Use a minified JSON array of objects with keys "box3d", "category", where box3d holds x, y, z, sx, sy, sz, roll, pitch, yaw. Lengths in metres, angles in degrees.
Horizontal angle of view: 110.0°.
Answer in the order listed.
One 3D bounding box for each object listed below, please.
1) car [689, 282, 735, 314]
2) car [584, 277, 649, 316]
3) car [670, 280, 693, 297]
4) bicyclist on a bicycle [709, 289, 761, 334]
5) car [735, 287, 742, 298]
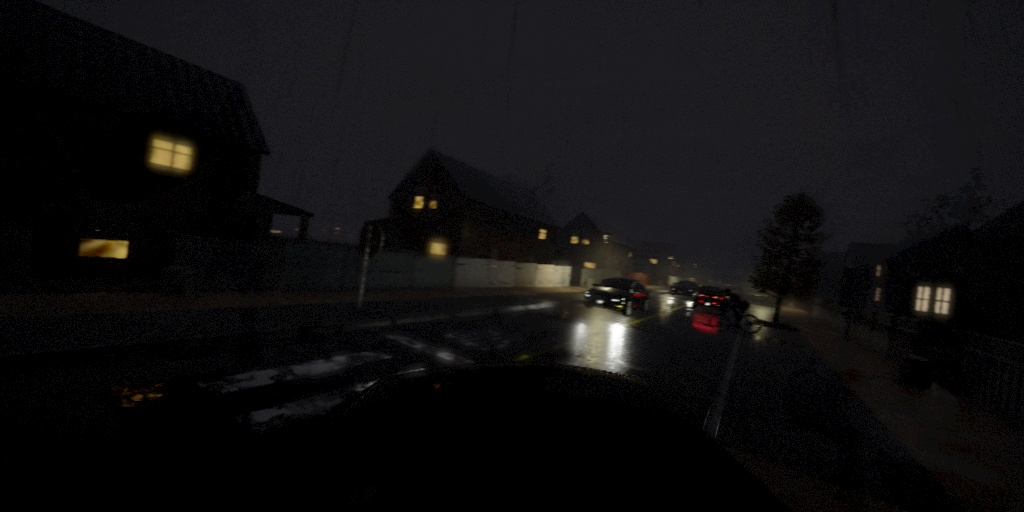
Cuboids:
[{"box3d":[12.925,2.711,23.103,1.837,1.490,4.892,7,1,34],"category":"car"},{"box3d":[4.971,1.770,16.555,1.837,1.490,4.892,7,1,34],"category":"car"},{"box3d":[15.687,2.957,32.375,1.882,1.535,5.008,7,1,35],"category":"car"},{"box3d":[8.248,2.052,13.359,1.656,1.620,0.582,-4,-6,34],"category":"bicyclist on a bicycle"},{"box3d":[29.106,4.634,47.078,1.895,1.301,4.718,7,1,34],"category":"car"}]
